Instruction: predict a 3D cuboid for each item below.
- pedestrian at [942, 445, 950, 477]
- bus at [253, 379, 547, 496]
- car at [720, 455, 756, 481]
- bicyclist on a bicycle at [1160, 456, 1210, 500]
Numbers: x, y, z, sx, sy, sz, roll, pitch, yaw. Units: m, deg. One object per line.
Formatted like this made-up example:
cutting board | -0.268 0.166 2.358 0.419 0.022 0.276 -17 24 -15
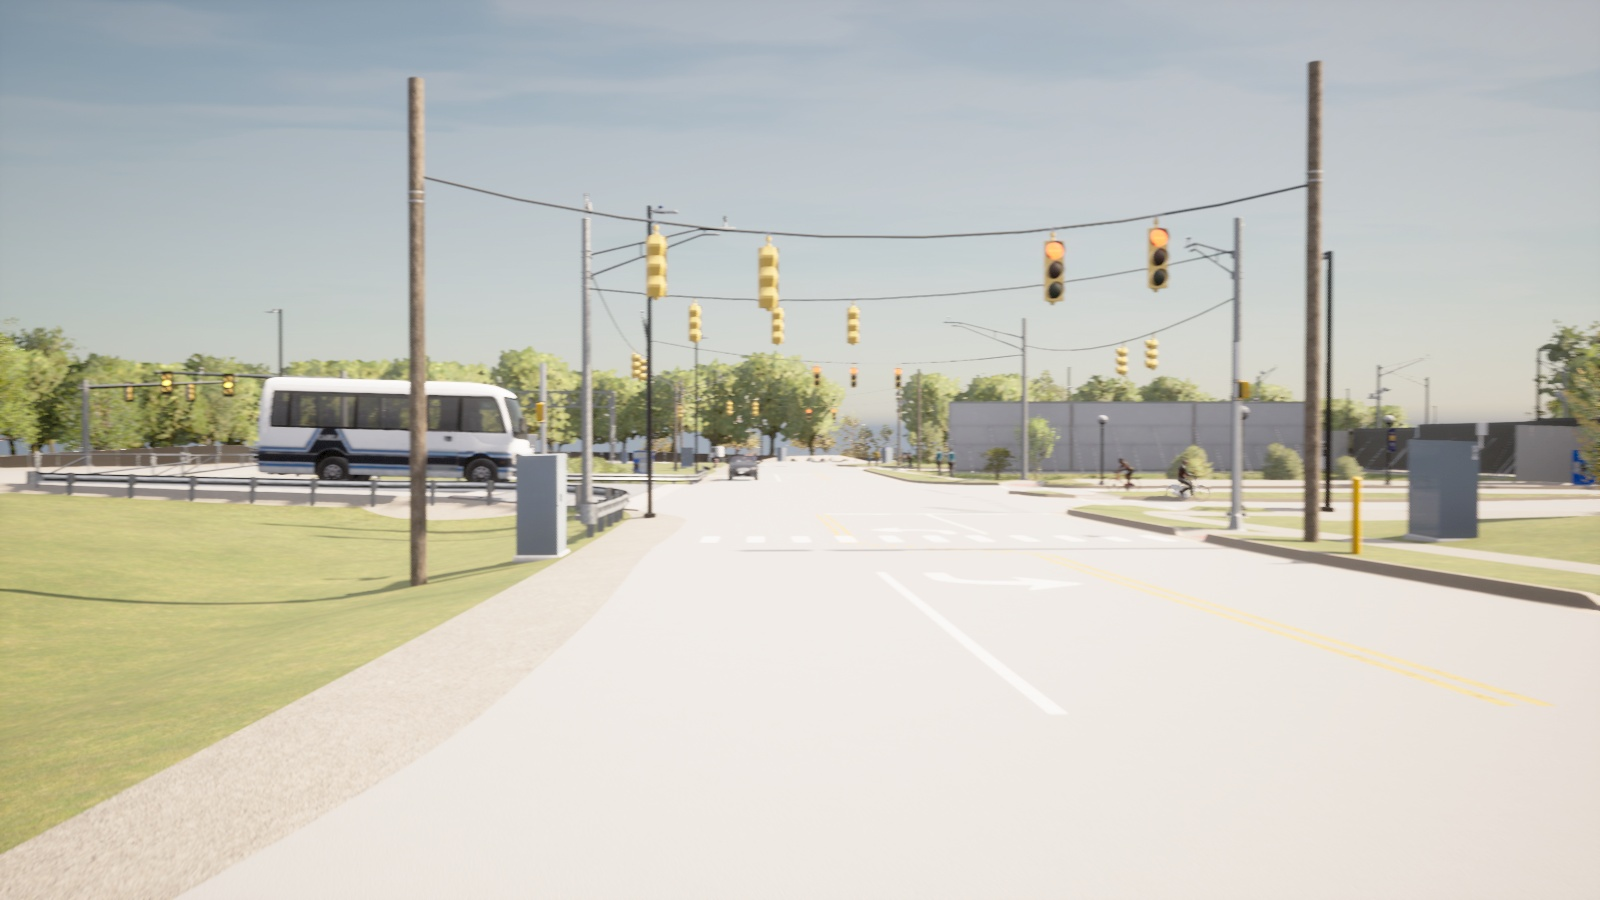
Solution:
pedestrian | 8.799 0.656 75.633 0.396 1.930 0.692 -1 1 -3
bus | -15.511 -0.472 49.503 10.273 4.253 3.944 1 0 -2
car | -3.749 1.073 77.037 2.128 1.511 4.902 0 0 -2
bicyclist on a bicycle | 15.810 1.144 51.576 1.843 1.776 0.659 1 0 -2
